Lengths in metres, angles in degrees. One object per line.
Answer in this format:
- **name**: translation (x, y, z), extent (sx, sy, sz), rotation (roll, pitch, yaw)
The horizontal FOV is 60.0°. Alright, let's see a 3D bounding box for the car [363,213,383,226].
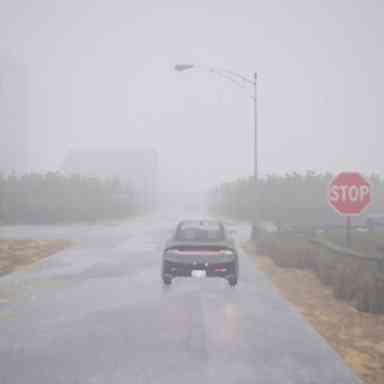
- **car**: translation (13.445, 1.634, 20.837), extent (5.008, 1.535, 1.882), rotation (1, -1, 0)

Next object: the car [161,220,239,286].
- **car**: translation (0.271, 1.557, 9.596), extent (2.128, 1.511, 4.902), rotation (0, 0, 3)

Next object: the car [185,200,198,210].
- **car**: translation (-0.040, 2.193, 58.098), extent (2.097, 1.767, 4.553), rotation (0, -1, 0)
